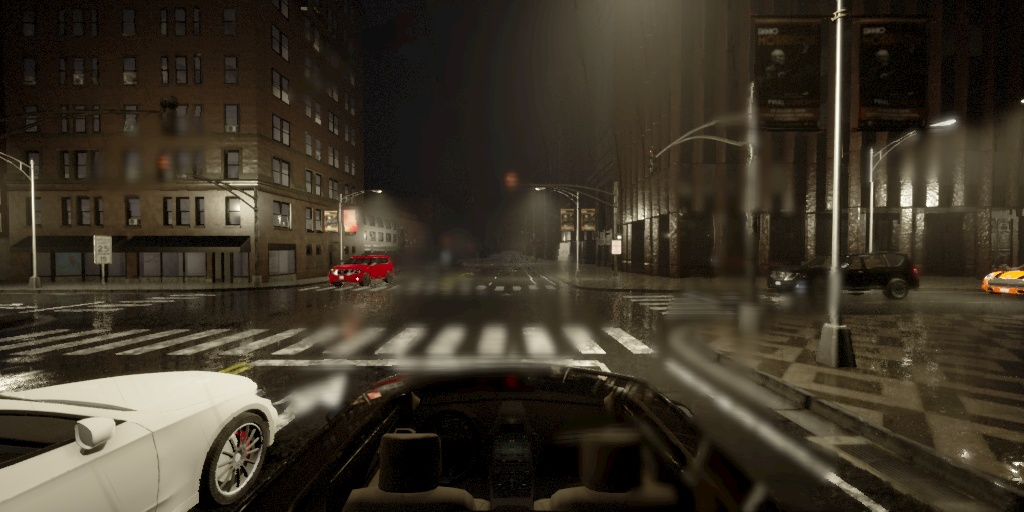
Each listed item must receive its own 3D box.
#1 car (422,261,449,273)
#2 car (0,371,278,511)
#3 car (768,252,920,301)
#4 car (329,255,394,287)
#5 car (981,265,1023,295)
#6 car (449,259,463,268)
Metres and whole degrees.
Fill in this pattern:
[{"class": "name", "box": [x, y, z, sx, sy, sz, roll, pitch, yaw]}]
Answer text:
[{"class": "car", "box": [-9.697, 1.303, 44.694, 2.033, 1.411, 5.357, 0, 0, 0]}, {"class": "car", "box": [-3.159, 1.276, 1.416, 1.812, 1.442, 4.674, 0, 0, 2]}, {"class": "car", "box": [14.873, 0.867, 16.234, 5.566, 2.045, 2.150, 0, 1, 1]}, {"class": "car", "box": [-10.144, 0.973, 24.714, 2.150, 2.045, 5.566, 0, 0, 6]}, {"class": "car", "box": [24.542, 0.960, 16.241, 4.553, 1.767, 2.097, 0, 1, 0]}, {"class": "car", "box": [-9.566, 1.299, 61.232, 2.033, 1.411, 5.357, 0, 0, 1]}]
